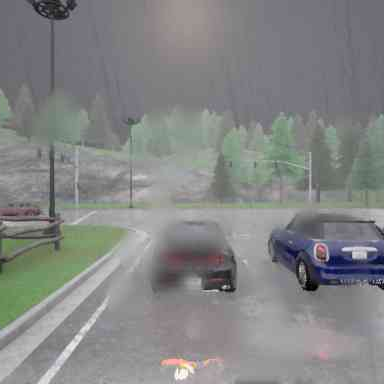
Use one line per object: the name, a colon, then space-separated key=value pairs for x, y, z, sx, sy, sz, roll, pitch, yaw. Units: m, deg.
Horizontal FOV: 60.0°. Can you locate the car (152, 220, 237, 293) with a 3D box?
car: x=0.057 y=1.513 z=8.877 sx=1.837 sy=1.490 sz=4.892 roll=0 pitch=0 yaw=0

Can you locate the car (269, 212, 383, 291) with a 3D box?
car: x=3.559 y=1.358 z=9.161 sx=2.097 sy=1.767 sz=4.553 roll=0 pitch=0 yaw=0

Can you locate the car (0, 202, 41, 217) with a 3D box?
car: x=-15.579 y=1.587 z=29.287 sx=4.181 sy=1.385 sz=1.994 roll=0 pitch=0 yaw=-17
